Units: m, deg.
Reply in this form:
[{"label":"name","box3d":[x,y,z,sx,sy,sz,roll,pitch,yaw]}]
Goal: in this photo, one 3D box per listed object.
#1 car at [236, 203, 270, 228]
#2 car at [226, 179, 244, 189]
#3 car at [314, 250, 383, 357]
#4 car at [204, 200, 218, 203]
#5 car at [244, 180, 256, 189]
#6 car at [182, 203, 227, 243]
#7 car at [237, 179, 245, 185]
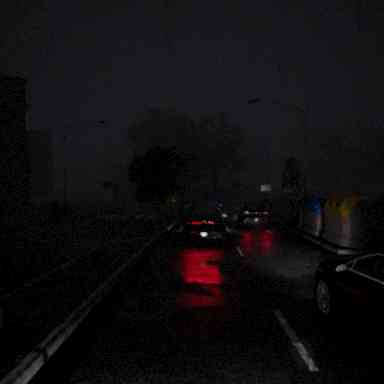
[{"label":"car","box3d":[4.017,1.461,22.254,2.128,1.511,4.902,0,0,4]},{"label":"car","box3d":[10.006,-1.745,77.587,2.150,2.045,5.566,0,5,-1]},{"label":"car","box3d":[3.197,1.482,4.379,2.128,1.511,4.902,0,0,1]},{"label":"car","box3d":[1.781,1.493,31.557,2.033,1.411,5.357,0,0,5]},{"label":"car","box3d":[13.012,-1.446,77.611,1.812,1.442,4.674,0,5,-1]},{"label":"car","box3d":[0.600,1.462,15.802,1.837,1.490,4.892,0,0,3]},{"label":"car","box3d":[13.583,-2.764,92.353,1.882,1.535,5.008,1,5,8]}]
